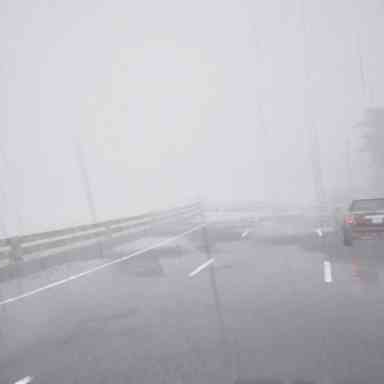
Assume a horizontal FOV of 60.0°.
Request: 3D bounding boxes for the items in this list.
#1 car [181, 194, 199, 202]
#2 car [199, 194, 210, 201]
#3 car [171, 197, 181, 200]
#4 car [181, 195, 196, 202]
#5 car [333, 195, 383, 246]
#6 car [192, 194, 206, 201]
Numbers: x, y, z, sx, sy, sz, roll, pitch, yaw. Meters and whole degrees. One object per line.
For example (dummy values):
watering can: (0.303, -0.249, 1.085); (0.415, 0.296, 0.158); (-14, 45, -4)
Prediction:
car: (-0.522, 1.849, 83.011); (1.994, 1.385, 4.181); (-4, 0, -20)
car: (2.794, 1.655, 84.109); (1.895, 1.301, 4.718); (-4, 0, -20)
car: (-4.297, 2.066, 92.067); (1.812, 1.442, 4.674); (-4, 0, -28)
car: (-1.149, 1.844, 93.580); (2.128, 1.511, 4.902); (-4, 0, -28)
car: (6.740, 0.912, 12.895); (2.097, 1.767, 4.553); (-4, 0, 19)
car: (2.002, 1.451, 95.067); (2.097, 1.767, 4.553); (-4, 0, -28)
